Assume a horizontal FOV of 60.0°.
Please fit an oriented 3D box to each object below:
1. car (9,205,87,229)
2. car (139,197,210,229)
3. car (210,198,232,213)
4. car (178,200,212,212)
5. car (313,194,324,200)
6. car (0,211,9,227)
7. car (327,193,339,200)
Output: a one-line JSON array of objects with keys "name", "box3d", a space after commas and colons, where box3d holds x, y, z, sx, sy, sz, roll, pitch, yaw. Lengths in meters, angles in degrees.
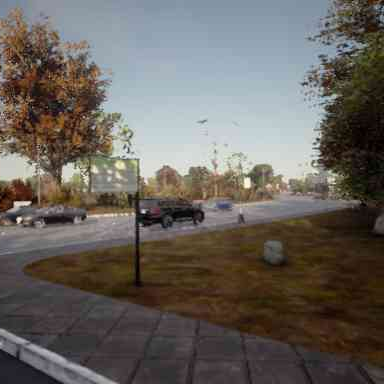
[{"name": "car", "box3d": [-10.026, 1.726, 24.056, 2.128, 1.511, 4.902, -1, 0, 39]}, {"name": "car", "box3d": [-1.426, 1.380, 23.425, 2.150, 2.045, 5.566, -1, 0, 39]}, {"name": "car", "box3d": [3.042, 1.528, 40.617, 2.097, 1.767, 4.553, -1, 0, 37]}, {"name": "car", "box3d": [0.471, 1.812, 42.995, 1.895, 1.301, 4.718, -1, 0, 37]}, {"name": "car", "box3d": [33.642, 1.322, 87.610, 1.837, 1.490, 4.892, -1, 0, 19]}, {"name": "car", "box3d": [-13.108, 1.798, 25.803, 1.812, 1.442, 4.674, -1, 0, 40]}, {"name": "car", "box3d": [36.604, 1.293, 85.478, 1.837, 1.490, 4.892, -1, 0, 19]}]
